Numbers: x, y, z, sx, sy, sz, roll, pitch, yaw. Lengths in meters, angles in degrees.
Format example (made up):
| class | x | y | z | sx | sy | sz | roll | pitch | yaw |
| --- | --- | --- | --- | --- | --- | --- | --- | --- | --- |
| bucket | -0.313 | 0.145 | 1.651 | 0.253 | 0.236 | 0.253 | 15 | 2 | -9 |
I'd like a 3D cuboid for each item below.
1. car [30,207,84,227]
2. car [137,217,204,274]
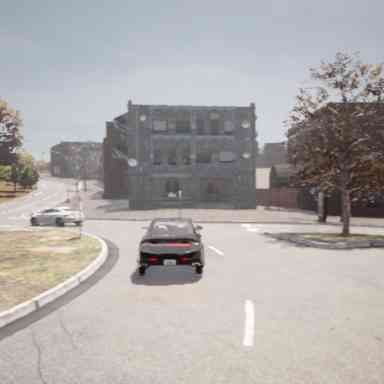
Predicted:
| class | x | y | z | sx | sy | sz | roll | pitch | yaw |
| --- | --- | --- | --- | --- | --- | --- | --- | --- | --- |
| car | -10.356 | 1.865 | 25.598 | 4.674 | 1.442 | 1.812 | -2 | -1 | 29 |
| car | -0.660 | 1.570 | 10.854 | 2.128 | 1.511 | 4.902 | 0 | 0 | -2 |
